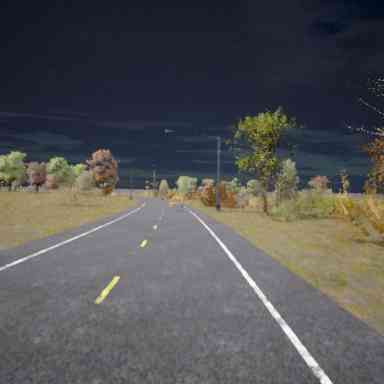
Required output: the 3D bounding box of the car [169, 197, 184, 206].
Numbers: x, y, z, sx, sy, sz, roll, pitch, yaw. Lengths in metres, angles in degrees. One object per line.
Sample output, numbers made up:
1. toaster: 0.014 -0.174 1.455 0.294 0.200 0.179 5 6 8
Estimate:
1. car: -2.091 1.367 44.621 1.882 1.535 5.008 1 0 -4
